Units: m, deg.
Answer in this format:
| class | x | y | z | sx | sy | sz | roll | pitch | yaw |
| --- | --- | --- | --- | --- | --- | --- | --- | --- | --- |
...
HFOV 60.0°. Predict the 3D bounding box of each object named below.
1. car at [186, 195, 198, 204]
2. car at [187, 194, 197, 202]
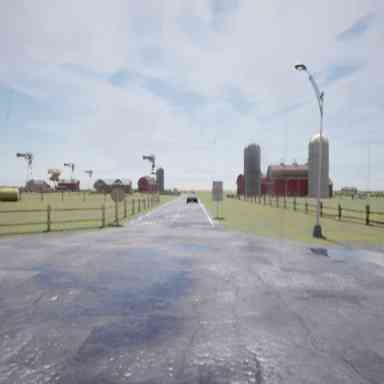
| class | x | y | z | sx | sy | sz | roll | pitch | yaw |
| --- | --- | --- | --- | --- | --- | --- | --- | --- | --- |
| car | 0.027 | 1.178 | 56.780 | 1.882 | 1.535 | 5.008 | 0 | 0 | 0 |
| car | 0.032 | 1.212 | 67.202 | 1.994 | 1.385 | 4.181 | 0 | 0 | 0 |
